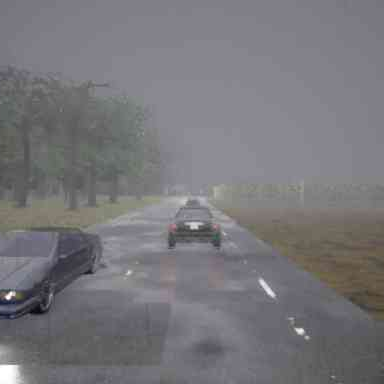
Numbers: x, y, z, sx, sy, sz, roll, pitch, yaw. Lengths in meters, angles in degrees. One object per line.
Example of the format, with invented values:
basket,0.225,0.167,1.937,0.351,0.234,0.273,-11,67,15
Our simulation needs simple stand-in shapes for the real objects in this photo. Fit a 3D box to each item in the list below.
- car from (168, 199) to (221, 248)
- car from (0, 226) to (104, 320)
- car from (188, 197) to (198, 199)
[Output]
car,0.090,1.363,14.920,2.097,1.767,4.553,0,0,0
car,-3.576,1.554,7.836,2.033,1.411,5.357,0,0,0
car,0.108,1.457,43.524,1.837,1.490,4.892,0,1,0
